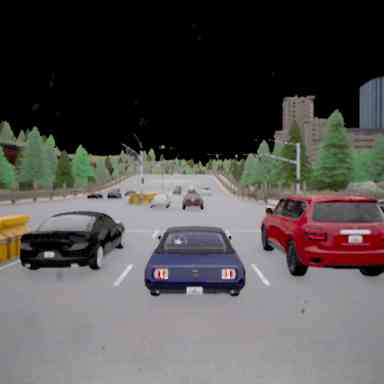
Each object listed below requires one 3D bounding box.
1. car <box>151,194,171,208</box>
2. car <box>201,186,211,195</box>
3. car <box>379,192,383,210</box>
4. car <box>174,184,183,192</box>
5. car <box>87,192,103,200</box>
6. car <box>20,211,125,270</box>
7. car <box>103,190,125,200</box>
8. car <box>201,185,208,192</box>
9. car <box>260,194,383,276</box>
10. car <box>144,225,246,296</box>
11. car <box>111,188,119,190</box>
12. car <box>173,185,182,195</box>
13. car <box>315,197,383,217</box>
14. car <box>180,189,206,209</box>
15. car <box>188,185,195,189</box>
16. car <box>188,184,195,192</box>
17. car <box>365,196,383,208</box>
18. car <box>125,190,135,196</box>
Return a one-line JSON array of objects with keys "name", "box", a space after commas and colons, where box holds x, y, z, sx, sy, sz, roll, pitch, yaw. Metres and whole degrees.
[{"name": "car", "box": [-3.396, 0.970, 36.933, 1.812, 1.442, 4.674, 0, 1, 0]}, {"name": "car", "box": [3.409, -0.405, 79.840, 2.150, 2.045, 5.566, 0, 4, 0]}, {"name": "car", "box": [21.137, 0.863, 32.400, 4.553, 1.767, 2.097, 0, 1, 0]}, {"name": "car", "box": [-3.646, -1.058, 90.218, 2.033, 1.411, 5.357, 0, 7, 0]}, {"name": "car", "box": [-17.532, 0.697, 60.191, 1.895, 1.301, 4.718, 0, 1, 1]}, {"name": "car", "box": [-3.420, 1.319, 10.474, 1.882, 1.535, 5.008, 0, 1, 0]}, {"name": "car", "box": [-14.041, 0.697, 60.193, 1.895, 1.301, 4.718, 0, 1, 0]}, {"name": "car", "box": [3.353, -1.008, 90.292, 1.895, 1.301, 4.718, 0, 7, 0]}, {"name": "car", "box": [3.574, 1.071, 9.924, 2.150, 2.045, 5.566, 0, 1, 0]}, {"name": "car", "box": [0.069, 1.475, 8.250, 1.895, 1.301, 4.718, 0, 1, 0]}, {"name": "car", "box": [-17.568, -0.015, 75.668, 2.097, 1.767, 4.553, 0, 3, 0]}, {"name": "car", "box": [-3.593, -0.133, 80.210, 2.128, 1.511, 4.902, 0, 4, 0]}, {"name": "car", "box": [12.559, 1.159, 25.741, 5.357, 1.411, 2.033, 0, 1, 1]}, {"name": "car", "box": [0.103, 0.816, 35.623, 2.097, 1.767, 4.553, 0, 1, 0]}, {"name": "car", "box": [-0.093, -0.133, 80.229, 2.128, 1.511, 4.902, 0, 4, 0]}, {"name": "car", "box": [-0.147, -1.074, 90.234, 1.812, 1.442, 4.674, 0, 7, 0]}, {"name": "car", "box": [21.525, 1.060, 35.907, 4.718, 1.301, 1.895, 0, 1, 0]}, {"name": "car", "box": [-14.068, 0.172, 75.674, 2.033, 1.411, 5.357, 0, 3, 0]}]
